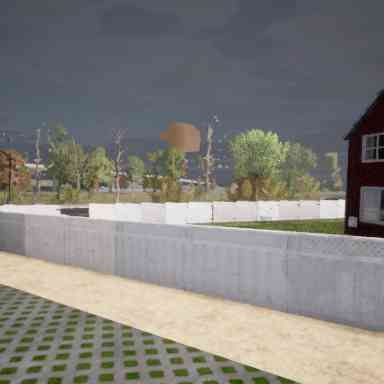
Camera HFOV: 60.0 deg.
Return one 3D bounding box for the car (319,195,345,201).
[{"bbox_3d":[18.139,1.130,42.214,4.181,1.385,1.994,0,2,-18],"label":"car"}]
